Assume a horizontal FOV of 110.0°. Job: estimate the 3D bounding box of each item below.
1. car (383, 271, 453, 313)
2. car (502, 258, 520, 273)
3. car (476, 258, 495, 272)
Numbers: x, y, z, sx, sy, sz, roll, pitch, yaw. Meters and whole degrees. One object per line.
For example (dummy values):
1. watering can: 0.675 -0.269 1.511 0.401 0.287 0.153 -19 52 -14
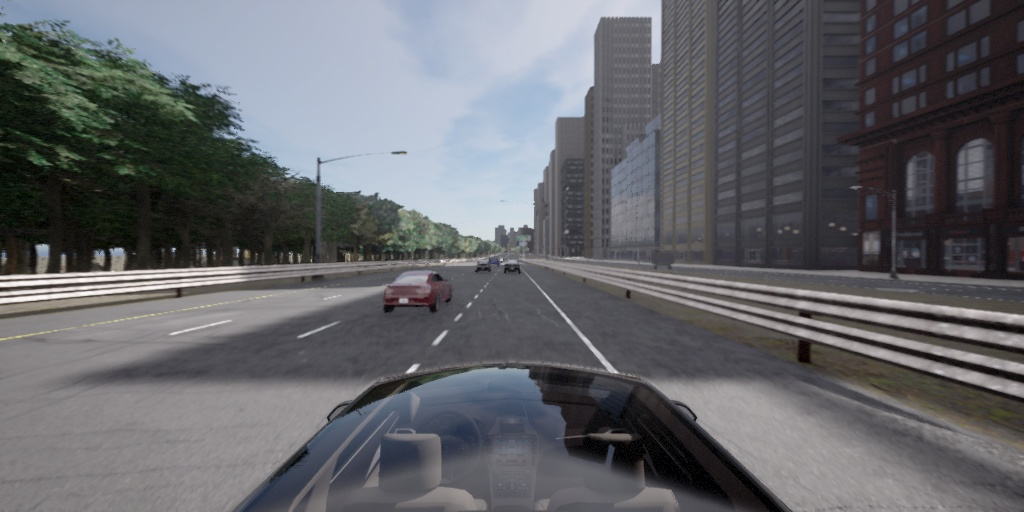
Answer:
1. car: -3.507 1.287 13.914 1.812 1.442 4.674 0 0 0
2. car: 0.011 1.298 45.139 1.882 1.535 5.008 0 0 0
3. car: -3.597 1.329 46.445 1.837 1.490 4.892 0 0 0
